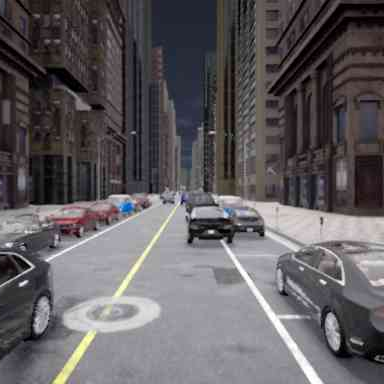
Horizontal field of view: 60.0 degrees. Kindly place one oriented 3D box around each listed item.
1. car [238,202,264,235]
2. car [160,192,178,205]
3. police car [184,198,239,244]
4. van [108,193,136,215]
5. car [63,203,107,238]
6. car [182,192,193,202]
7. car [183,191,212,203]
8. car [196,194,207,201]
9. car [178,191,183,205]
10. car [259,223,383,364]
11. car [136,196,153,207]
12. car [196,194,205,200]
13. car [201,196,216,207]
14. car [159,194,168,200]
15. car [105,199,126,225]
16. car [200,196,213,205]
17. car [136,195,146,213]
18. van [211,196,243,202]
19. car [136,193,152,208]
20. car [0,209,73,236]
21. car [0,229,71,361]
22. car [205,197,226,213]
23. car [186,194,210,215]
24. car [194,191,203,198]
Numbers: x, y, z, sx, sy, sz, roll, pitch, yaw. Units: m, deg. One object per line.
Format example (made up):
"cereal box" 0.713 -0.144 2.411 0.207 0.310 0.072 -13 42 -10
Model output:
"car" 2.553 1.434 16.994 2.008 1.369 4.403 0 0 -1
"car" -3.648 1.198 52.385 2.033 1.411 5.357 0 0 -1
"police car" 0.709 1.319 15.447 1.930 1.638 5.238 0 0 -1
"van" -6.110 1.152 28.112 1.690 1.788 3.998 0 0 -1
"car" -5.972 1.430 16.878 1.887 1.381 4.507 0 0 -1
"car" -0.802 0.926 64.964 2.097 1.767 4.553 0 0 -1
"car" 0.587 1.052 25.365 2.150 2.045 5.566 0 0 -1
"car" 1.929 1.123 67.558 1.947 1.339 4.313 0 0 -1
"car" -0.610 0.891 49.471 2.150 2.045 5.566 0 0 -1
"car" 2.691 1.510 5.758 2.008 1.369 4.403 0 0 -1
"car" -6.316 1.226 44.797 1.752 1.417 4.829 0 0 -1
"car" 1.860 1.068 73.176 1.887 1.381 4.507 0 0 -1
"car" 2.206 1.280 45.086 1.802 1.307 4.206 0 0 -1
"car" -6.734 1.073 78.674 1.802 1.307 4.206 0 0 -1
"car" -6.041 1.392 22.495 1.887 1.381 4.507 0 0 -1
"car" 2.137 1.243 50.703 1.802 1.307 4.206 0 0 -1
"car" -6.179 1.325 33.731 2.008 1.369 4.403 0 0 -1
"van" 2.483 1.187 22.611 1.690 1.788 3.998 0 0 -1
"car" -6.249 1.052 39.348 2.192 1.841 5.009 0 0 -1
"car" -5.903 1.473 11.266 2.008 1.369 4.403 0 0 -1
"car" -3.146 1.479 3.616 1.837 1.490 4.892 0 0 -1
"car" 2.343 1.296 34.018 1.752 1.417 4.829 0 0 -1
"car" 0.513 1.140 31.305 2.097 1.767 4.553 0 0 -1
"car" 1.652 0.737 90.029 2.192 1.841 5.009 0 0 -1
